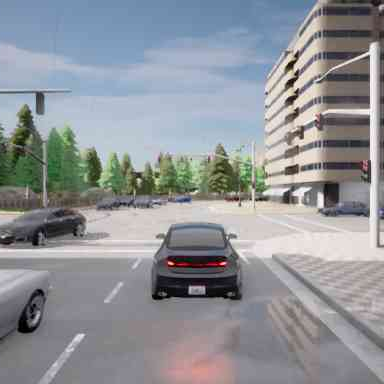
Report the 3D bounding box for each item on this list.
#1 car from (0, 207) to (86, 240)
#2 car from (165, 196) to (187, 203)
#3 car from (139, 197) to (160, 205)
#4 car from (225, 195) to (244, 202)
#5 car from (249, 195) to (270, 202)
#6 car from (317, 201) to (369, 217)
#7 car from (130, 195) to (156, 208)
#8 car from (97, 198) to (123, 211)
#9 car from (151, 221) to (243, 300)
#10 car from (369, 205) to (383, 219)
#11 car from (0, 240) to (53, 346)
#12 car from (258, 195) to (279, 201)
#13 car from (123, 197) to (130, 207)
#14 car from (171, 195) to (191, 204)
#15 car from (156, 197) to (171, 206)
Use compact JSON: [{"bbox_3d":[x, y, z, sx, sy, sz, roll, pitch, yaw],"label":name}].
[{"bbox_3d":[-6.754,1.500,15.256,1.837,1.490,4.892,-2,0,14],"label":"car"},{"bbox_3d":[-3.323,1.520,70.742,2.033,1.411,5.357,0,0,31],"label":"car"},{"bbox_3d":[-7.795,1.584,61.238,1.895,1.301,4.718,0,0,20],"label":"car"},{"bbox_3d":[9.696,1.457,75.074,5.008,1.535,1.882,0,0,-41],"label":"car"},{"bbox_3d":[15.170,1.575,74.804,4.718,1.301,1.895,0,0,-33],"label":"car"},{"bbox_3d":[14.595,1.594,31.027,5.357,1.411,2.033,0,0,0],"label":"car"},{"bbox_3d":[-6.765,1.339,46.439,2.097,1.767,4.553,0,0,3],"label":"car"},{"bbox_3d":[-10.406,1.493,41.632,1.837,1.490,4.892,0,0,2],"label":"car"},{"bbox_3d":[0.114,1.503,8.354,1.837,1.490,4.892,0,0,1],"label":"car"},{"bbox_3d":[17.692,1.574,27.518,4.674,1.442,1.812,0,0,0],"label":"car"},{"bbox_3d":[-3.427,1.600,3.832,1.895,1.301,4.718,0,0,0],"label":"car"},{"bbox_3d":[18.493,1.478,80.591,4.892,1.490,1.837,0,0,-22],"label":"car"},{"bbox_3d":[-9.970,1.533,51.329,2.033,1.411,5.357,0,0,6],"label":"car"},{"bbox_3d":[-1.912,1.459,66.024,1.882,1.535,5.008,0,0,28],"label":"car"},{"bbox_3d":[-5.641,1.585,56.219,1.895,1.301,4.718,0,0,14],"label":"car"}]
